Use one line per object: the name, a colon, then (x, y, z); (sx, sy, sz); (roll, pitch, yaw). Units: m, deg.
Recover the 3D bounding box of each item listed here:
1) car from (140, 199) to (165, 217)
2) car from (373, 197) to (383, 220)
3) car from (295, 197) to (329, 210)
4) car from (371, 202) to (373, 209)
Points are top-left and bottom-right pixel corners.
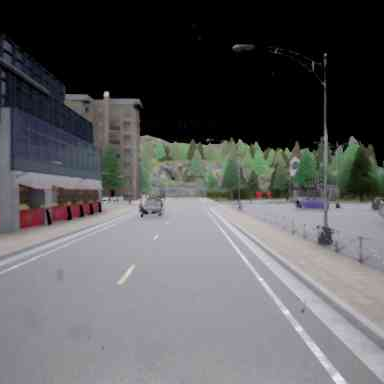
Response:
car: (-3.529, 1.423, 30.249); (1.837, 1.490, 4.892); (0, 0, 0)
car: (13.732, 1.052, 19.708); (4.605, 1.855, 1.932); (0, 0, 0)
car: (13.849, 1.280, 38.293); (3.633, 1.501, 1.845); (0, 0, 0)
car: (21.273, 1.294, 35.321); (3.806, 1.475, 1.970); (0, 0, 0)
